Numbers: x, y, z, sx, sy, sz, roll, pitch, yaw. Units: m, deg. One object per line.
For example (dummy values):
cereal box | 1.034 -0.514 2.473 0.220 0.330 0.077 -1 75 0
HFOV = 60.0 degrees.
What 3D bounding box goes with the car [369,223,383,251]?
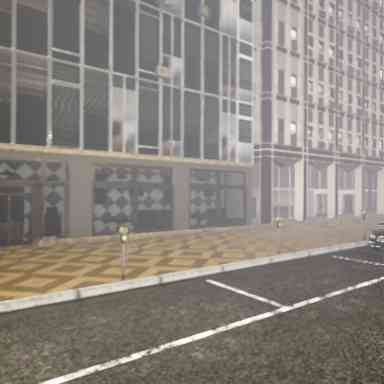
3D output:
car | 8.528 1.548 12.818 4.403 1.369 2.008 0 0 -36
